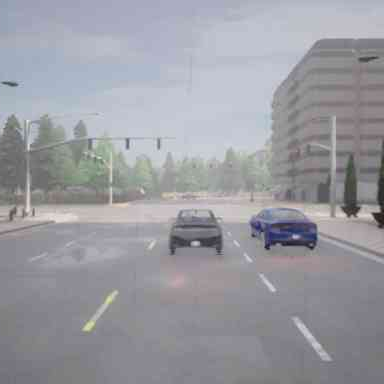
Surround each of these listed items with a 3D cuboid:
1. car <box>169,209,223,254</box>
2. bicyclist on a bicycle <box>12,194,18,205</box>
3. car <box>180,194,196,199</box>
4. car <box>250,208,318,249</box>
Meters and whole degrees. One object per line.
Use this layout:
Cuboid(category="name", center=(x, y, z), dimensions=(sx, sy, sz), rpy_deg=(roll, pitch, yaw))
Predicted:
Cuboid(category="car", center=(0.162, 1.415, 12.994), dimensions=(2.128, 1.511, 4.902), rpy_deg=(0, 0, 1))
Cuboid(category="bicyclist on a bicycle", center=(-25.239, 1.078, 47.464), dimensions=(0.582, 1.620, 1.656), rpy_deg=(0, 1, 0))
Cuboid(category="car", center=(-0.892, 1.068, 80.525), dimensions=(2.033, 1.411, 5.357), rpy_deg=(0, 0, 27))
Cuboid(category="car", center=(3.682, 1.394, 14.094), dimensions=(1.882, 1.535, 5.008), rpy_deg=(0, 1, 1))
